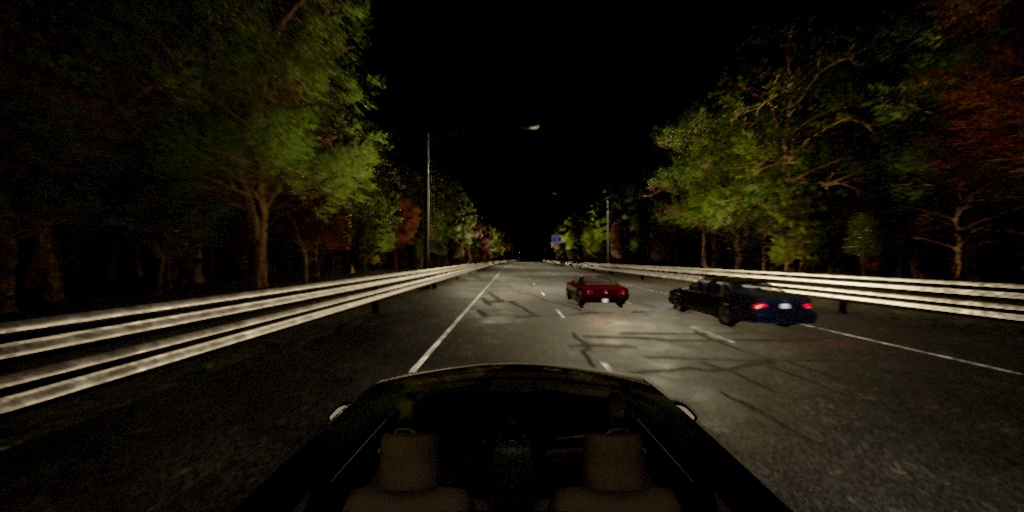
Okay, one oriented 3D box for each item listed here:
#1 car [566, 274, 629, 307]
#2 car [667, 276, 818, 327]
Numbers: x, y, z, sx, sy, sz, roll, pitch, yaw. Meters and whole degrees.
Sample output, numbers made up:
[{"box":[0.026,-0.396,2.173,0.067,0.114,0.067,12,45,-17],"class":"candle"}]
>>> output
[{"box":[3.599,1.462,16.044,1.895,1.301,4.718,0,0,0],"class":"car"},{"box":[7.097,1.376,11.829,2.033,1.411,5.357,0,0,0],"class":"car"}]
